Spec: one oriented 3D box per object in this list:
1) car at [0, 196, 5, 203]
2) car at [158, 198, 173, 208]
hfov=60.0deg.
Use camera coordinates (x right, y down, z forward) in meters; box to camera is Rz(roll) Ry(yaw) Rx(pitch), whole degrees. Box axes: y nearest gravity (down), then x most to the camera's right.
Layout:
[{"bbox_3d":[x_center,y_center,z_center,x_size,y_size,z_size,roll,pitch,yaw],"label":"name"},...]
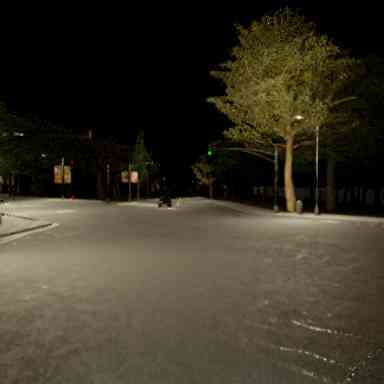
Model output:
[{"bbox_3d":[-30.002,1.009,50.533,4.181,1.385,1.994,1,2,44],"label":"car"},{"bbox_3d":[-3.662,1.509,45.598,1.812,1.442,4.674,0,-1,-2],"label":"car"}]
